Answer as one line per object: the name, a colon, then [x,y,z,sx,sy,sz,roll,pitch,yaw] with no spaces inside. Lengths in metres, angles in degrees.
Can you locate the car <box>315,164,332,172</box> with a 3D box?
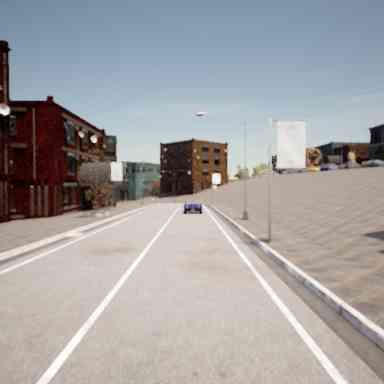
car: [22.922,-3.937,55.083,2.185,1.767,4.553,0,1,-5]

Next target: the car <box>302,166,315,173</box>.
car: [22.454,-3.927,60.589,2.097,1.535,5.008,0,1,-4]

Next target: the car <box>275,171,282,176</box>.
car: [21.742,-4.246,77.185,2.231,1.521,4.892,0,1,-1]

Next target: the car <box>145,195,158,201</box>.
car: [-9.378,1.450,77.566,2.097,1.767,4.553,-1,-1,-26]

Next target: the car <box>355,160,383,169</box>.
car: [24.243,-3.538,43.920,2.002,1.452,4.674,0,1,-7]

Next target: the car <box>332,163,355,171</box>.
car: [23.541,-3.663,49.393,2.163,1.488,4.792,0,1,-6]

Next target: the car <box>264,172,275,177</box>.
car: [21.505,-4.531,88.121,2.185,1.767,4.553,0,1,-1]

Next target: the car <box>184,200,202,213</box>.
car: [0.105,1.499,35.352,1.895,1.301,4.718,0,0,0]

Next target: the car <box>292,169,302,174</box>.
car: [22.102,-4.003,66.126,2.002,1.452,4.674,0,1,-2]

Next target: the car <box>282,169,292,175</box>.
car: [21.869,-4.153,71.667,2.231,1.521,4.892,0,1,-1]
